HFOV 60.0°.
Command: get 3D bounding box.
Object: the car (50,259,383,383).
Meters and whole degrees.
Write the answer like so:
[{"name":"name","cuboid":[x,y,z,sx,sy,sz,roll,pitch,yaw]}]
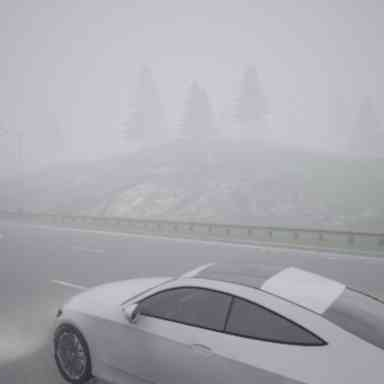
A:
[{"name":"car","cuboid":[0.365,1.525,3.718,4.674,1.442,1.812,0,0,35]}]
